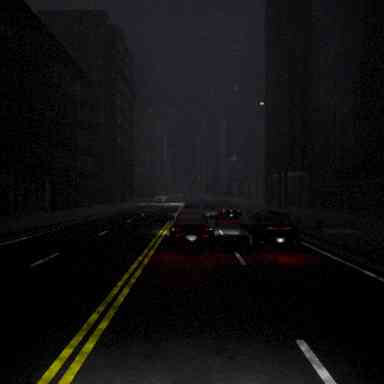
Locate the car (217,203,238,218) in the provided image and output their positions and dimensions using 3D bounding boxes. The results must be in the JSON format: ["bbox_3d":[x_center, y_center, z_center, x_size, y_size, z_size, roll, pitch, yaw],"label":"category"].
[{"bbox_3d":[3.250,1.623,29.680,1.895,1.301,4.718,0,0,0],"label":"car"}]

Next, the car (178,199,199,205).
[{"bbox_3d":[0.000,1.579,29.650,1.994,1.385,4.181,0,0,0],"label":"car"}]

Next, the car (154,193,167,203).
[{"bbox_3d":[-6.500,1.247,68.875,2.150,2.045,5.566,0,0,0],"label":"car"}]

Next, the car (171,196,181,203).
[{"bbox_3d":[-3.250,1.525,69.182,2.128,1.511,4.902,0,0,0],"label":"car"}]

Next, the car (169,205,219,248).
[{"bbox_3d":[0.000,1.533,14.650,1.812,1.442,4.674,0,0,0],"label":"car"}]

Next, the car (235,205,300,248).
[{"bbox_3d":[3.250,1.517,14.650,1.837,1.490,4.892,0,0,0],"label":"car"}]
